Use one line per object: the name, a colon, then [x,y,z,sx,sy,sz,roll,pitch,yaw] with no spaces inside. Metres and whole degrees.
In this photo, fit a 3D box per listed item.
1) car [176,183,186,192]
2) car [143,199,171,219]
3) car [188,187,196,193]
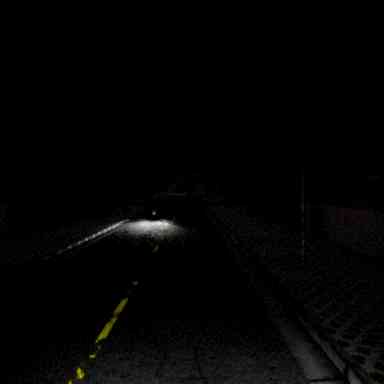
car: [-2.727,-1.128,83.492,2.150,2.045,5.566,0,2,0]
car: [-2.817,1.313,27.406,2.128,1.511,4.902,0,1,0]
car: [0.023,-0.582,83.387,1.994,1.385,4.181,0,3,0]
